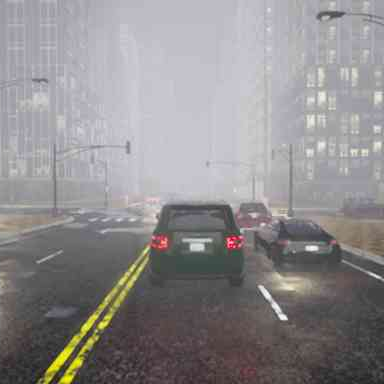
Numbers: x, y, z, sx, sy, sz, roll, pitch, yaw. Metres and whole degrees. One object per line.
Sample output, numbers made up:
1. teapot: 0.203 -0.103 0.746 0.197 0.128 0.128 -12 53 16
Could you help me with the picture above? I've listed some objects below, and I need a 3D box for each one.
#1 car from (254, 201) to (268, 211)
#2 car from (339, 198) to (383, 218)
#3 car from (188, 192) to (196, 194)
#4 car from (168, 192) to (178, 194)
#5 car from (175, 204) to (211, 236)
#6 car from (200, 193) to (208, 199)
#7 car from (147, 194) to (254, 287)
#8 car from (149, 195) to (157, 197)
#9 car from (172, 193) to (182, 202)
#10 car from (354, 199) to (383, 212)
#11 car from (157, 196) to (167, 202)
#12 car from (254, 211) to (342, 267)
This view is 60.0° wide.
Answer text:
1. car: 3.357 1.317 19.938 2.097 1.767 4.553 0 0 0
2. car: 16.212 1.480 30.634 5.009 1.841 2.192 1 1 1
3. car: 0.031 1.340 81.848 1.812 1.442 4.674 0 0 0
4. car: -3.306 1.105 57.625 2.150 2.045 5.566 0 0 -1
5. car: 0.104 1.492 19.073 1.812 1.442 4.674 0 0 2
6. car: 3.285 1.105 91.845 1.882 1.535 5.008 0 0 0
7. car: 0.105 1.205 9.392 2.150 2.045 5.566 0 0 0
8. car: -6.549 1.238 57.343 2.097 1.767 4.553 0 0 0
9. car: -3.223 1.202 73.170 2.097 1.767 4.553 0 0 0
10. car: 21.824 1.593 38.919 4.829 1.417 1.752 1 1 1
11. car: -6.474 1.444 72.091 1.895 1.301 4.718 0 0 0
12. car: 3.354 1.544 11.324 1.994 1.385 4.181 0 0 0
